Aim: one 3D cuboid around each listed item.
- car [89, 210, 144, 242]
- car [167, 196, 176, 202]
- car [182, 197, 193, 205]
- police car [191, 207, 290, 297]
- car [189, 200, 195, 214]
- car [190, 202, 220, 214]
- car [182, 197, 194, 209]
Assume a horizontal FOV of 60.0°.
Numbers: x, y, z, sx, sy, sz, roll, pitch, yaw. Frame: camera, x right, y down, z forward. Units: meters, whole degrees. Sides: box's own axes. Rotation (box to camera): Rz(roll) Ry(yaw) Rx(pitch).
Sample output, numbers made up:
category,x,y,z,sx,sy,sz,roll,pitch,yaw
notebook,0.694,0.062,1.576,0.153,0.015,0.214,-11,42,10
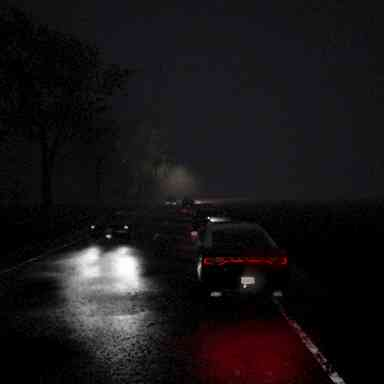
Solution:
category,x,y,z,sx,sy,sz,roll,pitch,yaw
car,-3.597,1.605,16.532,1.895,1.301,4.718,0,0,-1
car,-4.674,1.548,75.003,1.882,1.535,5.008,0,0,-2
car,-0.807,1.613,61.882,1.994,1.385,4.181,0,0,-1
police car,1.017,1.426,8.718,1.930,1.638,5.238,0,0,0
car,0.886,1.535,24.623,1.812,1.442,4.674,0,0,-1
car,0.945,1.511,18.618,1.837,1.490,4.892,0,0,-1
car,-0.468,1.631,46.916,1.895,1.301,4.718,0,0,-1
